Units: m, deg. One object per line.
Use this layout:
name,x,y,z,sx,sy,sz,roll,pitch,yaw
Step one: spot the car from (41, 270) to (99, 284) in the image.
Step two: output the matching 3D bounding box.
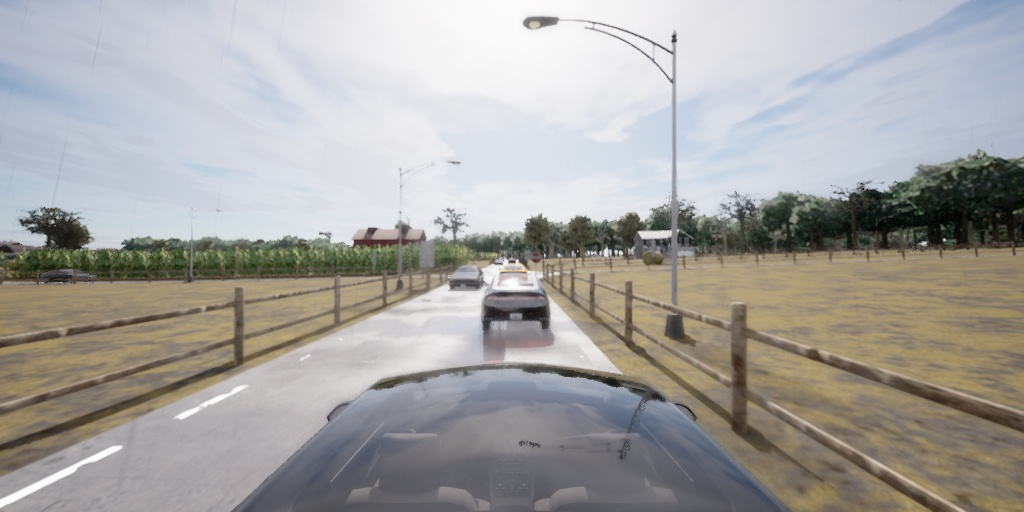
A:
car,-47.893,2.218,38.867,4.892,1.490,1.837,-1,-2,1

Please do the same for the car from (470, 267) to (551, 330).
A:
car,0.097,1.265,11.167,2.128,1.511,4.902,0,0,0

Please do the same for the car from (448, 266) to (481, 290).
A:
car,-2.802,1.341,23.356,2.033,1.411,5.357,0,0,0

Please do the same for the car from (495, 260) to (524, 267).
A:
car,0.093,1.272,24.306,1.882,1.535,5.008,0,0,0
